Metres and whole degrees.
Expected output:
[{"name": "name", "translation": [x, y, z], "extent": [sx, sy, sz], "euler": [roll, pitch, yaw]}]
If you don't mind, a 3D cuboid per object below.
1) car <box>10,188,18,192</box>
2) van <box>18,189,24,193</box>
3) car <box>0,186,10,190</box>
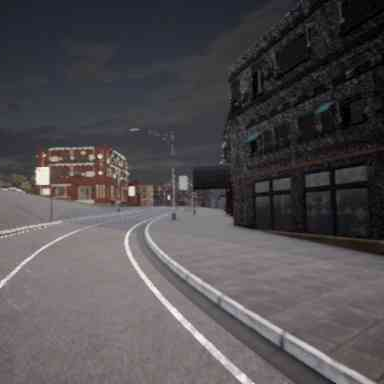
[{"name": "car", "translation": [-39.156, 0.021, 70.387], "extent": [2.002, 1.452, 4.674], "euler": [-1, -4, -13]}, {"name": "van", "translation": [-40.489, 0.202, 75.903], "extent": [1.878, 1.987, 4.442], "euler": [-1, -4, -14]}, {"name": "car", "translation": [-37.940, -0.392, 64.995], "extent": [2.002, 1.452, 4.674], "euler": [-1, -4, -12]}]
